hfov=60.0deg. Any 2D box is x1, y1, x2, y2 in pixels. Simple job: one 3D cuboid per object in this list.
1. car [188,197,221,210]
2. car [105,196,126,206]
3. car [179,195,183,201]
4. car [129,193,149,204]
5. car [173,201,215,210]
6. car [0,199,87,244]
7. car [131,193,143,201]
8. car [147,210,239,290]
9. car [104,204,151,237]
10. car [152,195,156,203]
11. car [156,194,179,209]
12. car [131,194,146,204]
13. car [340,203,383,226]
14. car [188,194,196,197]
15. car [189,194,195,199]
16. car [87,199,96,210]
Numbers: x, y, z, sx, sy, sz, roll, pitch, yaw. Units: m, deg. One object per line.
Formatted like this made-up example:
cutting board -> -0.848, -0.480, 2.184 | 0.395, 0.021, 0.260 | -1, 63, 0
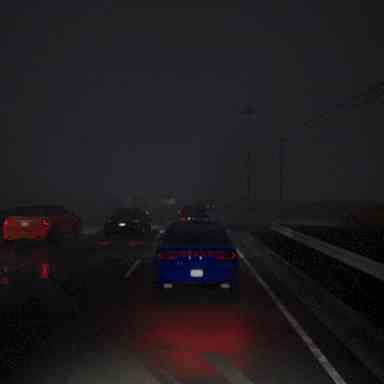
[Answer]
car -> 1.493, 1.550, 37.182 | 2.033, 1.411, 5.357 | 0, 0, -18
car -> -10.398, 1.355, 45.469 | 2.097, 1.767, 4.553 | 0, 0, 0
car -> -3.396, 1.569, 67.402 | 1.994, 1.385, 4.181 | 0, 0, 0
car -> -6.896, 1.355, 43.801 | 2.097, 1.767, 4.553 | 0, 0, 0
car -> 0.101, 1.549, 20.794 | 2.033, 1.411, 5.357 | 0, 0, 0
car -> -6.899, 1.353, 15.901 | 2.097, 1.767, 4.553 | 0, 0, 0
car -> -13.995, 1.214, 84.808 | 2.150, 2.045, 5.566 | 0, 0, 0
car -> 0.099, 1.479, 9.089 | 1.882, 1.535, 5.008 | 0, 0, 0
car -> -3.399, 1.566, 18.207 | 1.994, 1.385, 4.181 | 0, 0, 0
car -> -6.897, 1.531, 67.570 | 1.812, 1.442, 4.674 | 0, 0, 0
car -> -3.398, 1.227, 46.796 | 2.150, 2.045, 5.566 | 0, 0, 0
car -> -10.397, 1.357, 65.160 | 2.097, 1.767, 4.553 | 0, 0, 0
car -> 12.454, 1.480, 21.951 | 5.008, 1.535, 1.882 | -1, 0, 37
car -> 0.005, 1.595, 85.224 | 1.895, 1.301, 4.718 | 0, 0, 0
car -> 0.005, 1.340, 95.197 | 1.837, 1.490, 4.892 | 0, 0, 0
car -> -13.898, 1.551, 42.765 | 2.033, 1.411, 5.357 | 0, 0, 0
